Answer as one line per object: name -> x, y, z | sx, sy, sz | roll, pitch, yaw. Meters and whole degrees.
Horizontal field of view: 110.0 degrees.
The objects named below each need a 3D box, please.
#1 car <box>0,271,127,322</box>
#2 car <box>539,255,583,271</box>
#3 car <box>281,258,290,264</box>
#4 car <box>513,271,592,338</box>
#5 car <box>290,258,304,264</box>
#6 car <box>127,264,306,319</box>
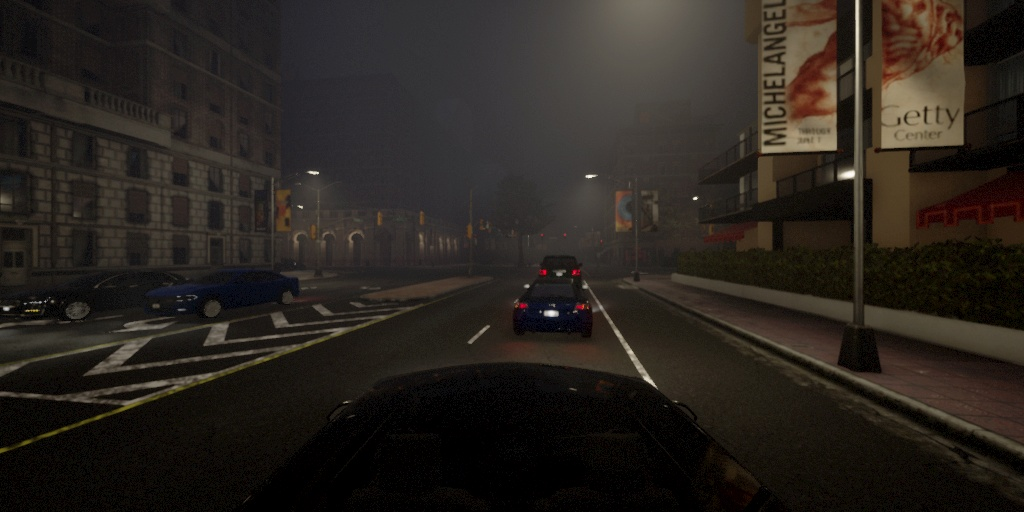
car -> -13.813, 1.248, 12.463 | 1.837, 1.490, 4.892 | 0, 0, 9
car -> 2.660, 0.952, 19.609 | 2.150, 2.045, 5.566 | 0, 0, 9
car -> -31.327, 1.217, 45.363 | 4.892, 1.490, 1.837 | 0, 0, 9
car -> 1.236, 1.305, 10.312 | 1.994, 1.385, 4.181 | 0, 0, 9
car -> -30.608, 1.060, 48.799 | 4.553, 1.767, 2.097 | 0, 0, 9
car -> -10.169, 1.218, 13.102 | 1.882, 1.535, 5.008 | 0, 0, 9
